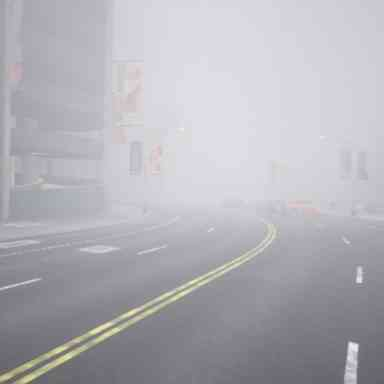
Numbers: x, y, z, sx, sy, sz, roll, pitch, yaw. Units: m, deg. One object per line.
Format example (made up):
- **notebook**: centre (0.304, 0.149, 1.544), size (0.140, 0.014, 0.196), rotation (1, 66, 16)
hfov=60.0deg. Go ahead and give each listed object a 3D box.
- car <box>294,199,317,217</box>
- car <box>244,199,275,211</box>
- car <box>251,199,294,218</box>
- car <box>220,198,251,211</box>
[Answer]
- **car**: centre (10.603, 1.498, 33.091), size (2.097, 1.767, 4.553), rotation (1, 0, -4)
- **car**: centre (8.605, 1.659, 42.748), size (1.994, 1.385, 4.181), rotation (1, 0, -18)
- **car**: centre (7.403, 1.440, 31.078), size (2.097, 1.767, 4.553), rotation (1, 0, -4)
- **car**: centre (5.188, 1.539, 42.201), size (1.837, 1.490, 4.892), rotation (1, 1, -19)
